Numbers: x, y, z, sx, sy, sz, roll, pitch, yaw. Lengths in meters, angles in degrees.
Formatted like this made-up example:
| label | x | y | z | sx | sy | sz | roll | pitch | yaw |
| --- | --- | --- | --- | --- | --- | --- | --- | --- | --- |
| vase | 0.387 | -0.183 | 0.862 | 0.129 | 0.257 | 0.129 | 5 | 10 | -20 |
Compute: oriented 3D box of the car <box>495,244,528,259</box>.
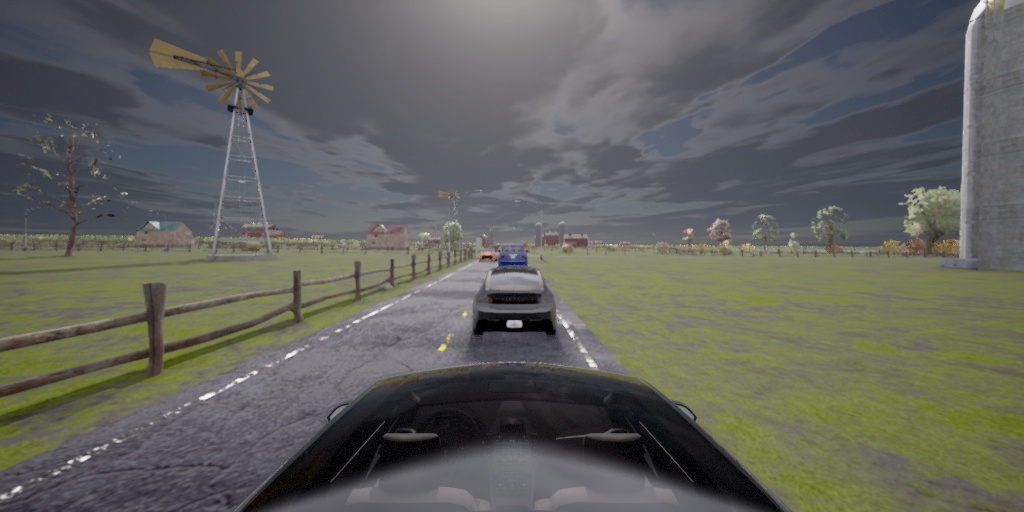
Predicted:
| label | x | y | z | sx | sy | sz | roll | pitch | yaw |
| --- | --- | --- | --- | --- | --- | --- | --- | --- | --- |
| car | 0.085 | 0.105 | 28.350 | 2.150 | 2.045 | 5.566 | 0 | 2 | 0 |

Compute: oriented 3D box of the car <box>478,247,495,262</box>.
| label | x | y | z | sx | sy | sz | roll | pitch | yaw |
| --- | --- | --- | --- | --- | --- | --- | --- | --- | --- |
| car | -2.835 | -0.238 | 42.869 | 2.097 | 1.767 | 4.553 | 0 | 2 | 0 |

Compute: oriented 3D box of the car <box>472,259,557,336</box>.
| label | x | y | z | sx | sy | sz | roll | pitch | yaw |
| --- | --- | --- | --- | --- | --- | --- | --- | --- | --- |
| car | 0.065 | 1.005 | 9.450 | 1.837 | 1.490 | 4.892 | 0 | 2 | 0 |
